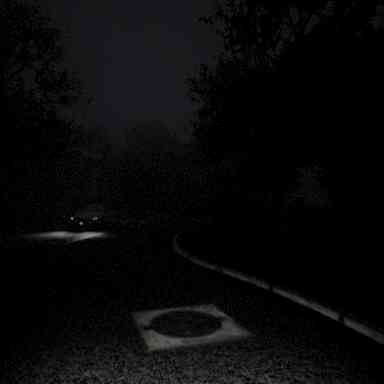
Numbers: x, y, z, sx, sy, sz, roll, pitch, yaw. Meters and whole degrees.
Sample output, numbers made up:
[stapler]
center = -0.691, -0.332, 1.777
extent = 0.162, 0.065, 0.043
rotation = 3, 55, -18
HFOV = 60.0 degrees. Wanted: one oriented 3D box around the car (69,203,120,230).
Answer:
[car]
center = -5.964, 1.464, 20.993
extent = 1.812, 1.442, 4.674
rotation = 0, 0, 6
